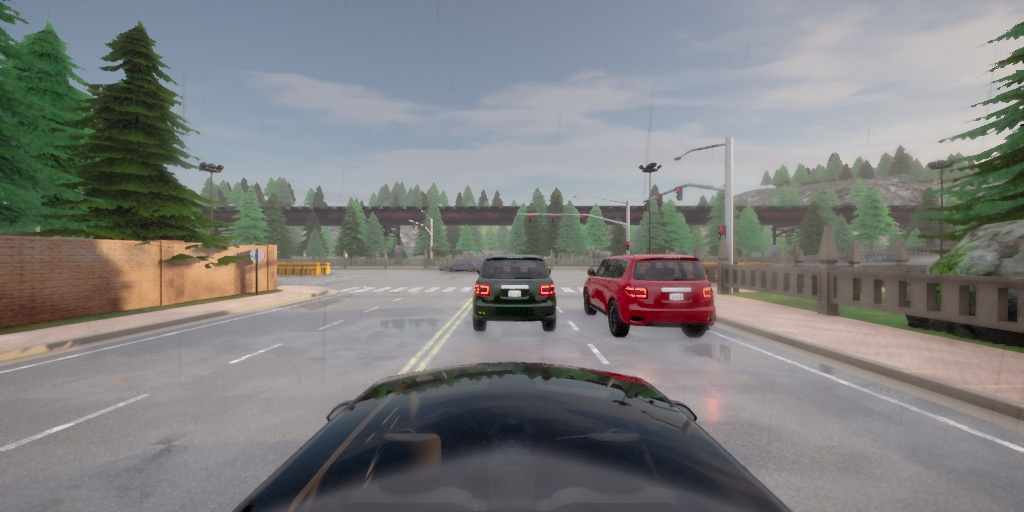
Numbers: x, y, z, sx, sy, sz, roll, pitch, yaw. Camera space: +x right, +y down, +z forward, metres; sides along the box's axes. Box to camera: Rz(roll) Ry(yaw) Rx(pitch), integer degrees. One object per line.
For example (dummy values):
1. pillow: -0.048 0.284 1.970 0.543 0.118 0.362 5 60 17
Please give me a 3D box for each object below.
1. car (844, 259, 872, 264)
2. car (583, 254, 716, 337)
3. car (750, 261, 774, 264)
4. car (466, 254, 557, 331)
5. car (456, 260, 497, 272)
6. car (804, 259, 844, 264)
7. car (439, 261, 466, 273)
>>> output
1. car: 41.767 1.139 45.584 5.357 1.411 2.033 -2 0 0
2. car: 3.569 0.971 10.409 2.150 2.045 5.566 0 0 0
3. car: 33.717 1.311 49.093 4.181 1.385 1.994 0 0 0
4. car: 0.069 0.971 11.086 2.150 2.045 5.566 0 0 0
5. car: -4.442 1.227 45.781 5.008 1.535 1.882 0 0 0
6. car: 35.303 1.226 42.094 4.902 1.511 2.128 -1 0 0
7. car: -5.864 1.297 42.289 5.357 1.411 2.033 0 0 0
